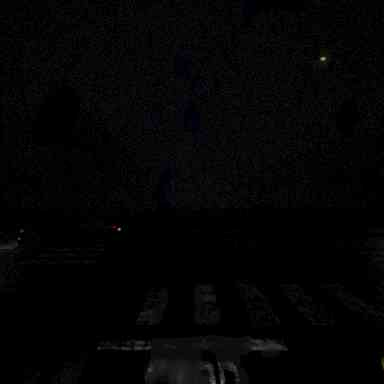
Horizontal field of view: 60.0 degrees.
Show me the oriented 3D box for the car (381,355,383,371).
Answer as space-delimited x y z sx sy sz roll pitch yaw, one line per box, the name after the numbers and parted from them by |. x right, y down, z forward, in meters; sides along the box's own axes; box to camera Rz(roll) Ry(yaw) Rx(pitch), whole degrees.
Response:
2.639 1.525 1.221 1.752 1.417 4.829 0 0 0 | car

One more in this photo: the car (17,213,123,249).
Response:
-5.096 1.591 14.209 4.181 1.385 1.994 -1 0 1 | car
